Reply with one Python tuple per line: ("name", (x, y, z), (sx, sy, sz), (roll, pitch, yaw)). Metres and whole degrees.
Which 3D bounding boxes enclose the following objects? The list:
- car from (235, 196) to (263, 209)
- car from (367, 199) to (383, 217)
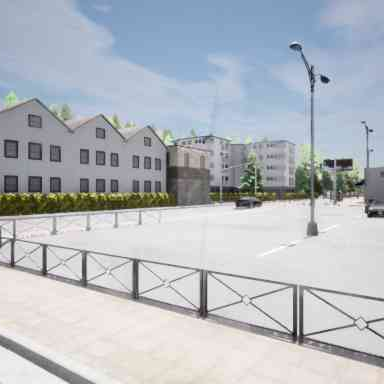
("car", (7.245, 1.286, 41.795), (1.882, 1.535, 5.008), (0, 0, 35))
("car", (15.416, 1.298, 26.814), (2.007, 1.523, 4.514), (0, 0, 35))
